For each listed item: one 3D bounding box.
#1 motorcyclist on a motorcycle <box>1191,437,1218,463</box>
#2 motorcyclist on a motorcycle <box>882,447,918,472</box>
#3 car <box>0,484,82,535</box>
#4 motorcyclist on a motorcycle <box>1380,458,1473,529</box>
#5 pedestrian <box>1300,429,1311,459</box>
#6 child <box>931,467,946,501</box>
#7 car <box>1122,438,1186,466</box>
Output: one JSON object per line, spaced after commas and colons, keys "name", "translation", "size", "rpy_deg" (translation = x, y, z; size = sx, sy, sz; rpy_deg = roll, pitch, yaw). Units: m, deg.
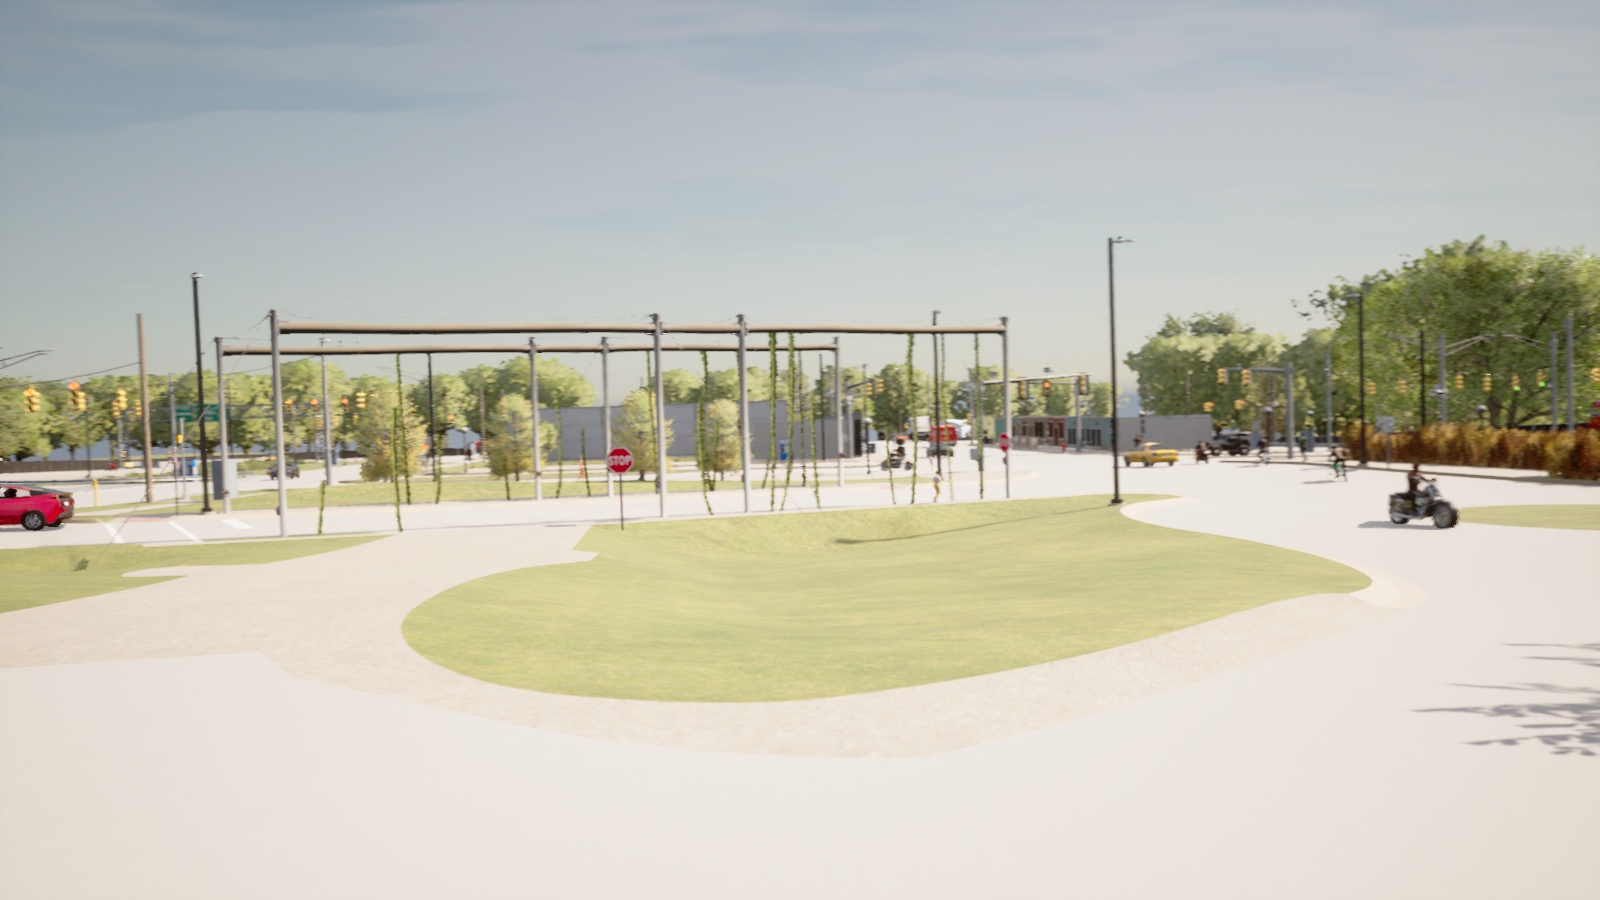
{"name": "motorcyclist on a motorcycle", "translation": [25.090, -0.002, 77.973], "size": [0.797, 1.523, 2.044], "rpy_deg": [-2, 0, -5]}
{"name": "motorcyclist on a motorcycle", "translation": [6.836, 0.629, 86.107], "size": [2.350, 1.649, 0.766], "rpy_deg": [-1, 2, 1]}
{"name": "car", "translation": [-26.710, 1.986, 41.756], "size": [4.514, 1.525, 2.007], "rpy_deg": [-1, 1, -11]}
{"name": "motorcyclist on a motorcycle", "translation": [15.437, 1.040, 31.019], "size": [0.766, 1.649, 2.350], "rpy_deg": [-1, 1, -12]}
{"name": "pedestrian", "translation": [31.069, -0.366, 77.192], "size": [0.353, 1.847, 0.614], "rpy_deg": [-3, 2, -12]}
{"name": "child", "translation": [5.177, 1.273, 47.014], "size": [0.437, 1.263, 0.270], "rpy_deg": [-3, 2, -30]}
{"name": "car", "translation": [21.543, 0.111, 76.593], "size": [1.801, 1.575, 5.366], "rpy_deg": [-2, 0, -7]}
